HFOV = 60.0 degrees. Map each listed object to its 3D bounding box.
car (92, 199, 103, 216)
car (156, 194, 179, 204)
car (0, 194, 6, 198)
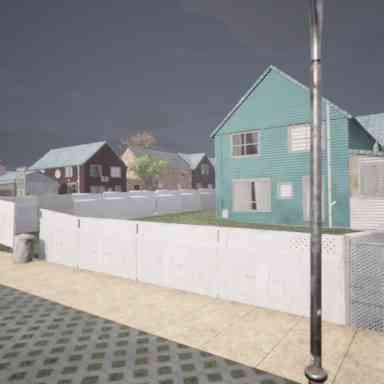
[{"bbox_3d":[-8.487,1.054,22.138,2.128,1.511,4.902,-1,1,35],"label":"car"},{"bbox_3d":[-1.935,0.681,36.598,1.882,1.535,5.008,-1,1,35],"label":"car"},{"bbox_3d":[-13.214,1.082,20.542,2.097,1.767,4.553,-1,1,35],"label":"car"}]
